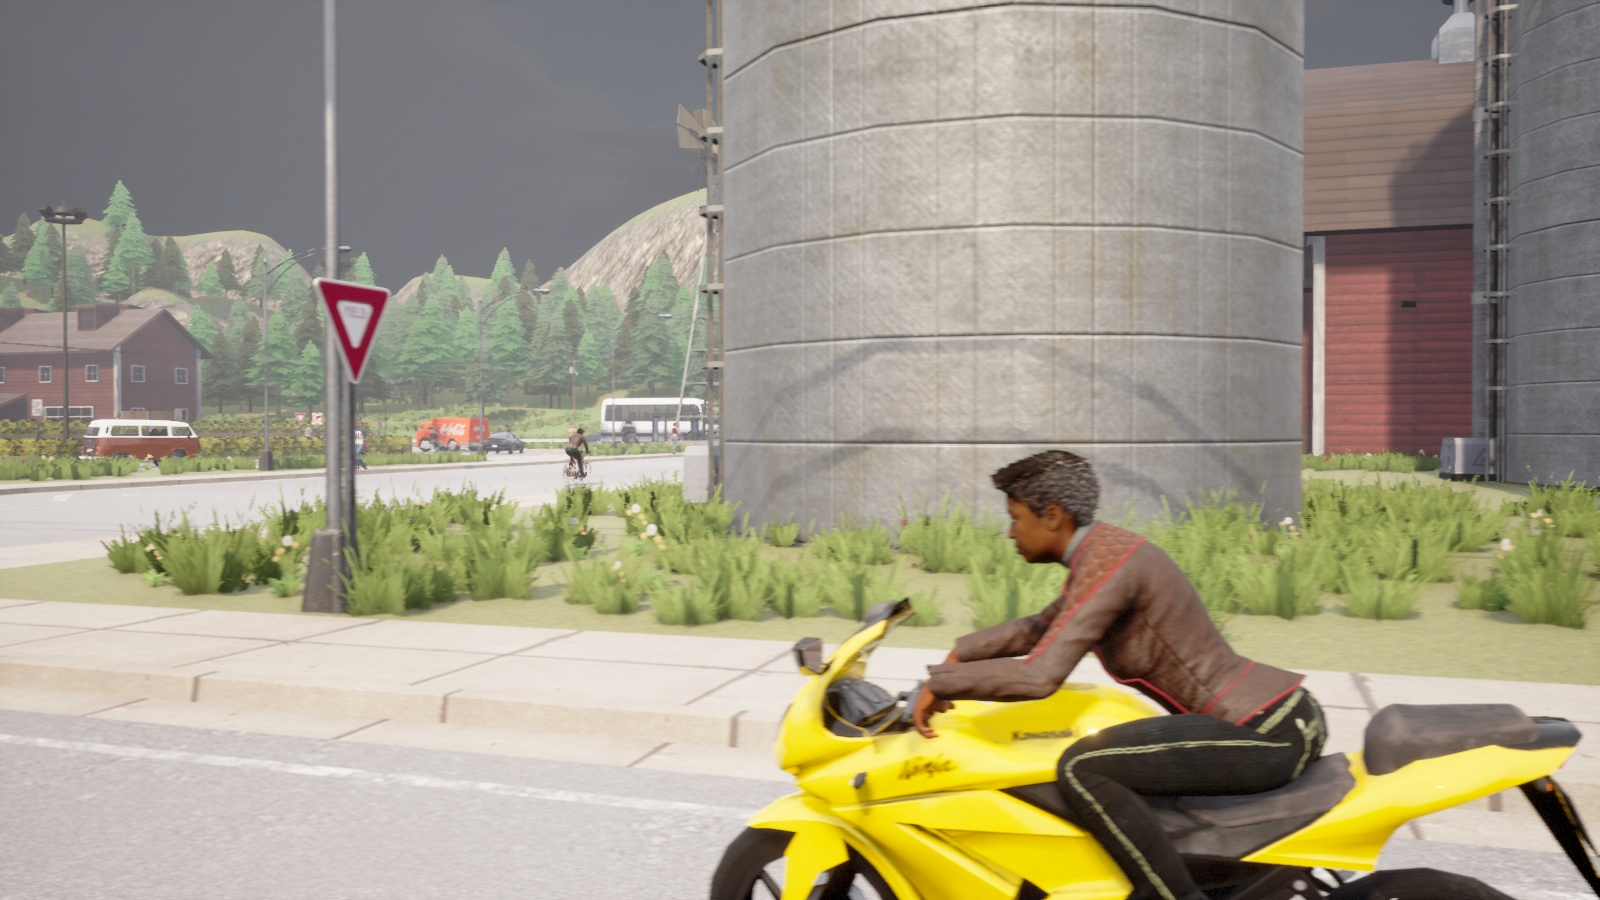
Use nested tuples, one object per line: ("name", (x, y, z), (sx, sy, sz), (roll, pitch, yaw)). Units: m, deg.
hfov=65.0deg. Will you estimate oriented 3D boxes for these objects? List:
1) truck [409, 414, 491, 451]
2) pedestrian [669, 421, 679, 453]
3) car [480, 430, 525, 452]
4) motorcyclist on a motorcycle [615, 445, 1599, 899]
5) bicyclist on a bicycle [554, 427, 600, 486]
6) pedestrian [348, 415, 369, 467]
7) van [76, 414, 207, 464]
("truck", (-25.146, -1.270, 90.236), (5.204, 2.467, 2.627), (2, 1, 25))
("pedestrian", (-7.153, -0.737, 71.516), (0.345, 1.836, 0.594), (1, 1, 20))
("car", (-19.447, -0.610, 82.328), (1.812, 1.442, 4.674), (0, 1, 1))
("motorcyclist on a motorcycle", (0.669, 0.763, 2.931), (2.044, 1.523, 0.797), (1, 1, 20))
("bicyclist on a bicycle", (-6.249, 0.164, 35.252), (0.582, 1.620, 1.656), (1, 1, 18))
("pedestrian", (-15.712, -0.340, 44.711), (0.354, 1.836, 0.706), (1, 1, 17))
("van", (-28.123, -0.486, 53.745), (2.069, 2.038, 4.480), (2, 2, 36))
